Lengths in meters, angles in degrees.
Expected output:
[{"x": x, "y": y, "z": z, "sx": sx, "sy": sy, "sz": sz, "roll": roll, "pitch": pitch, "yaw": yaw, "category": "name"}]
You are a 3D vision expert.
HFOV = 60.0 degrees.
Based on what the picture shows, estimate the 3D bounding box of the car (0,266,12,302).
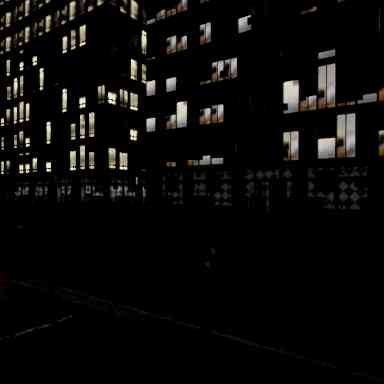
[{"x": -5.554, "y": 1.526, "z": 6.846, "sx": 4.829, "sy": 1.417, "sz": 1.752, "roll": 0, "pitch": 0, "yaw": 36, "category": "car"}]
